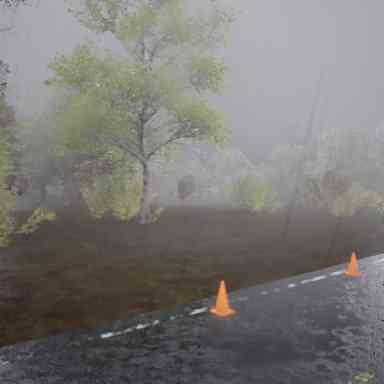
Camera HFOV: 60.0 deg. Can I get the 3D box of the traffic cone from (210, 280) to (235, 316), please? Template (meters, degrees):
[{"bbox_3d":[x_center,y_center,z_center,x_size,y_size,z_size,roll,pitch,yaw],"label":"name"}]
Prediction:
[{"bbox_3d":[0.582,1.973,6.295,0.340,0.580,0.340,0,0,-37],"label":"traffic cone"}]

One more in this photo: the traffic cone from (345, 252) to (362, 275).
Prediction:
[{"bbox_3d":[4.515,1.983,9.292,0.340,0.580,0.340,0,0,-38],"label":"traffic cone"}]
